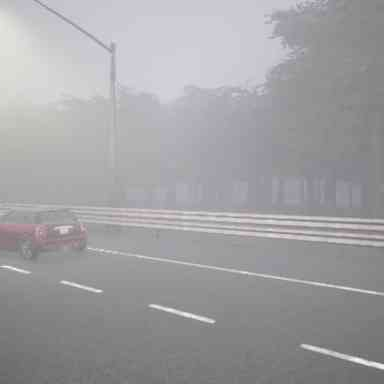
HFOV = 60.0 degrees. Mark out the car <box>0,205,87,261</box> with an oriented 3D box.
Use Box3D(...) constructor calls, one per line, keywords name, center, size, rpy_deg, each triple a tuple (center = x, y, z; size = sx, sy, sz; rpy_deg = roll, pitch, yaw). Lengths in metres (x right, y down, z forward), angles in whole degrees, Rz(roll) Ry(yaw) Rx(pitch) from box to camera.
Box3D(name="car", center=(-6.057, 1.351, 12.497), size=(4.553, 1.767, 2.097), rpy_deg=(0, 0, 36))
